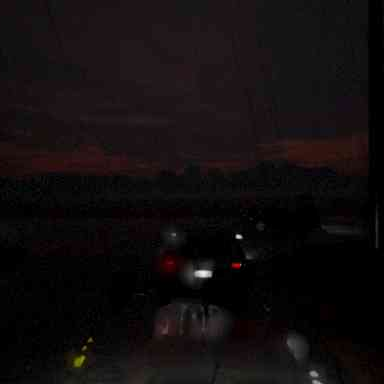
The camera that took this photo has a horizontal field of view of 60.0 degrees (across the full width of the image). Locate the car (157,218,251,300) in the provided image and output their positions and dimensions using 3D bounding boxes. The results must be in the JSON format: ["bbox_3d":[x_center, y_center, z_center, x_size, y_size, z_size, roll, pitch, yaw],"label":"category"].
[{"bbox_3d":[0.360,1.580,8.518,1.994,1.385,4.181,0,0,4],"label":"car"}]

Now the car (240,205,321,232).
[{"bbox_3d":[5.471,1.588,20.660,4.892,1.490,1.837,0,2,1],"label":"car"}]
